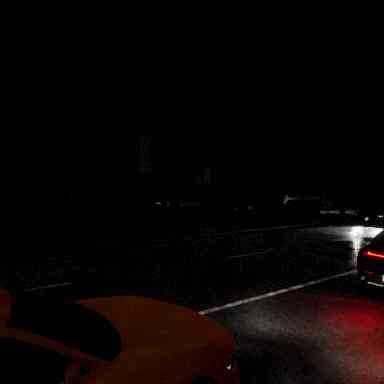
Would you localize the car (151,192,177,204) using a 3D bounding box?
[{"bbox_3d":[-4.688,1.018,55.952,2.150,2.045,5.566,-1,0,-38],"label":"car"}]

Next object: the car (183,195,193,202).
[{"bbox_3d":[0.129,1.304,67.003,1.895,1.301,4.718,-1,0,-39],"label":"car"}]

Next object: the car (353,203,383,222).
[{"bbox_3d":[12.010,1.417,21.213,4.181,1.385,1.994,-1,1,-40],"label":"car"}]

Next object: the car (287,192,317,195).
[{"bbox_3d":[13.462,0.974,38.953,2.150,2.045,5.566,-1,0,-39],"label":"car"}]

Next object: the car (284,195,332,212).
[{"bbox_3d":[12.168,1.346,34.837,1.994,1.385,4.181,-1,0,-36],"label":"car"}]

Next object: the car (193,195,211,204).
[{"bbox_3d":[2.940,1.253,52.031,2.128,1.511,4.902,-1,0,-39],"label":"car"}]

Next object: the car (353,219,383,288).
[{"bbox_3d":[5.869,1.467,7.951,4.892,1.490,1.837,-1,0,-36],"label":"car"}]

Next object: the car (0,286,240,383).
[{"bbox_3d":[-1.837,1.478,2.419,5.008,1.535,1.882,0,0,-36],"label":"car"}]

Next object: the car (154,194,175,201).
[{"bbox_3d":[-6.220,1.234,74.781,2.128,1.511,4.902,-1,0,-38],"label":"car"}]

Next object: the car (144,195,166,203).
[{"bbox_3d":[-7.268,1.275,64.853,1.837,1.490,4.892,-1,0,-38],"label":"car"}]

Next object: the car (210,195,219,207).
[{"bbox_3d":[5.042,1.293,43.836,1.837,1.490,4.892,-1,0,-39],"label":"car"}]
